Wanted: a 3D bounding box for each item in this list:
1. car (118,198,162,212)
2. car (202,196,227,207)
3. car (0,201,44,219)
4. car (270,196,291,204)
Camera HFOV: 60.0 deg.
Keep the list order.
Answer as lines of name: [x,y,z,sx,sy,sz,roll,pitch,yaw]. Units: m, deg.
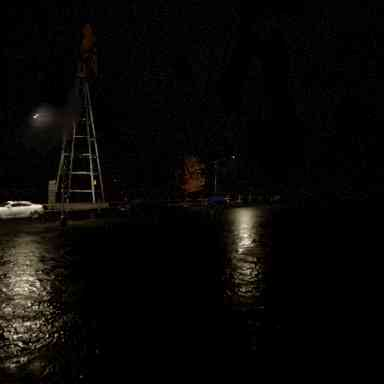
car: [-5.607,1.418,36.736,2.033,1.411,5.357,1,1,37]
car: [3.411,1.349,48.308,1.812,1.442,4.674,1,1,39]
car: [-13.965,1.443,25.821,1.812,1.442,4.674,1,1,39]
car: [15.880,1.358,59.368,2.033,1.411,5.357,1,1,40]
